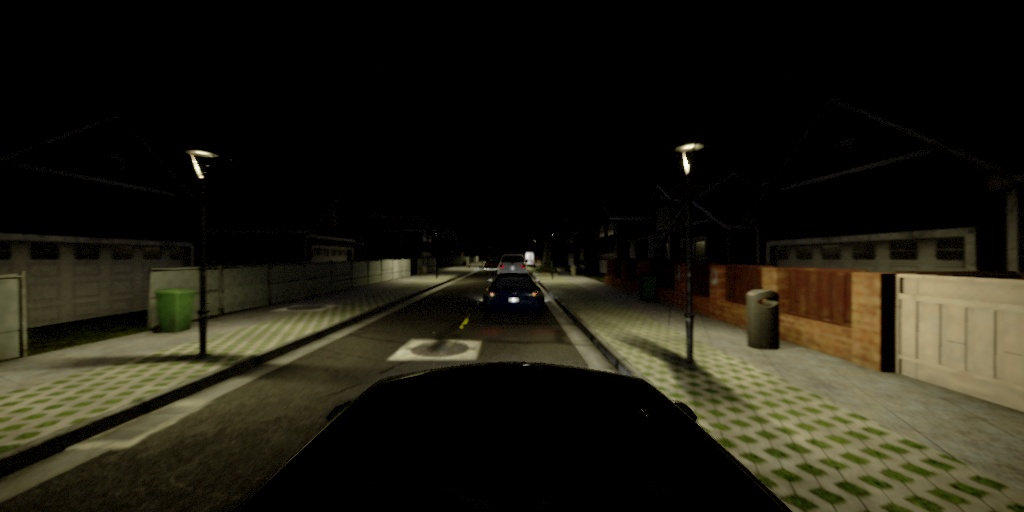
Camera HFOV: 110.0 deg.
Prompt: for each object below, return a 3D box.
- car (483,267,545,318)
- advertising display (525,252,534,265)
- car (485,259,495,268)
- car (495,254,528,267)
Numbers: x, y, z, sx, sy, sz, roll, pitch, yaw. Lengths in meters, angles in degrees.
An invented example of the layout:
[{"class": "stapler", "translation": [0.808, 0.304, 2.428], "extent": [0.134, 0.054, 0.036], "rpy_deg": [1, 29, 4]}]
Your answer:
[{"class": "car", "translation": [0.065, 1.265, 12.682], "extent": [1.994, 1.385, 4.181], "rpy_deg": [0, 0, 0]}, {"class": "advertising display", "translation": [3.009, 0.522, 60.820], "extent": [1.540, 2.440, 0.280], "rpy_deg": [0, 0, 0]}, {"class": "car", "translation": [-2.825, 1.098, 52.386], "extent": [1.994, 1.385, 4.181], "rpy_deg": [0, 0, 0]}, {"class": "car", "translation": [0.063, 0.862, 27.752], "extent": [2.150, 2.045, 5.566], "rpy_deg": [0, 1, 0]}]
